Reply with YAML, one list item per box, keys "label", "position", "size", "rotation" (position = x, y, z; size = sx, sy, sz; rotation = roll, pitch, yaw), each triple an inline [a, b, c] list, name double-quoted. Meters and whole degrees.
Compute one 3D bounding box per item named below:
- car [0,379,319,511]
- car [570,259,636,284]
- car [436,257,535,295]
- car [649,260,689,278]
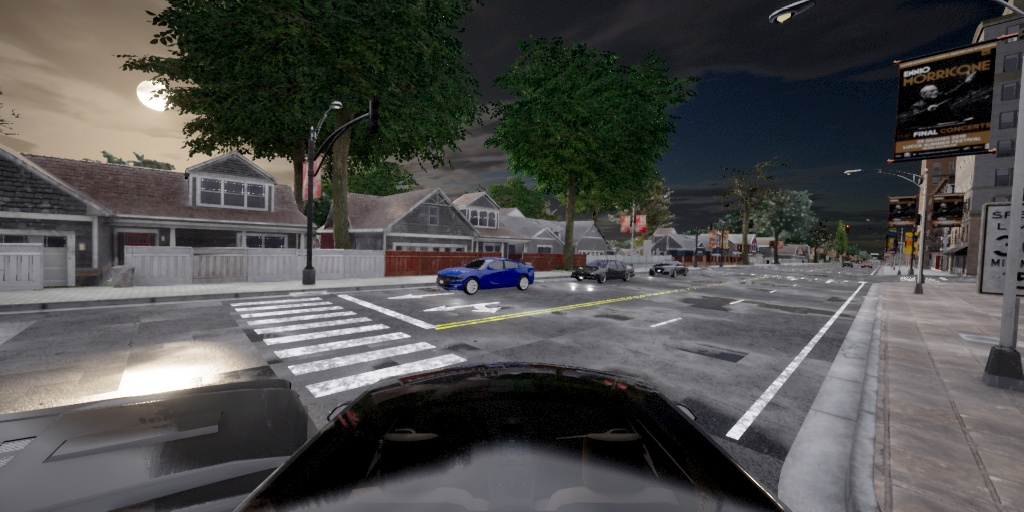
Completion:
- label: "car"
  position: [-3.311, 1.287, 1.302]
  size: [4.718, 1.301, 1.895]
  rotation: [1, 2, -34]
- label: "car"
  position: [6.085, 0.939, 23.393]
  size: [5.357, 1.411, 2.033]
  rotation: [0, 2, -44]
- label: "car"
  position: [-1.092, 0.810, 16.484]
  size: [5.008, 1.535, 1.882]
  rotation: [0, 2, -44]
- label: "car"
  position: [13.293, 1.018, 30.303]
  size: [4.181, 1.385, 1.994]
  rotation: [0, 2, -44]
